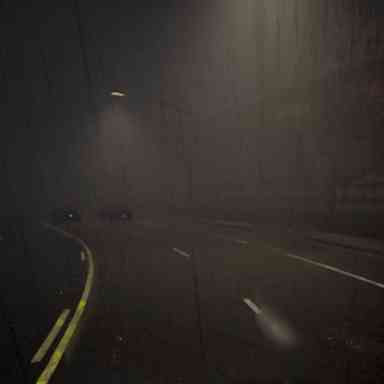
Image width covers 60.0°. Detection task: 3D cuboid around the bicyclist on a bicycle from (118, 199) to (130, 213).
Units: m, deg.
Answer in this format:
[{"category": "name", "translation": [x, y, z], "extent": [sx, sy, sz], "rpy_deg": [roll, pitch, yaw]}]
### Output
[{"category": "bicyclist on a bicycle", "translation": [-8.688, 1.775, 42.494], "extent": [0.582, 1.620, 1.656], "rpy_deg": [-1, 0, 32]}]

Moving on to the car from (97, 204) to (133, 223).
[{"category": "car", "translation": [-6.800, 1.815, 29.015], "extent": [1.882, 1.535, 5.008], "rpy_deg": [0, -1, -32]}]

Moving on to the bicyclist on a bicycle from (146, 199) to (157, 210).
[{"category": "bicyclist on a bicycle", "translation": [-5.742, 1.772, 47.566], "extent": [1.656, 1.620, 0.582], "rpy_deg": [-1, 0, 13]}]

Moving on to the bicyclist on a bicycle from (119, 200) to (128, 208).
[{"category": "bicyclist on a bicycle", "translation": [-8.732, 1.844, 41.529], "extent": [1.656, 1.620, 0.582], "rpy_deg": [-9, 5, -23]}]

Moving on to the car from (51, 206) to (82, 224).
[{"category": "car", "translation": [-11.112, 1.969, 29.290], "extent": [1.994, 1.385, 4.181], "rpy_deg": [-1, -1, -32]}]
